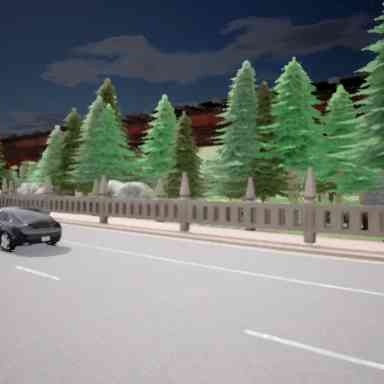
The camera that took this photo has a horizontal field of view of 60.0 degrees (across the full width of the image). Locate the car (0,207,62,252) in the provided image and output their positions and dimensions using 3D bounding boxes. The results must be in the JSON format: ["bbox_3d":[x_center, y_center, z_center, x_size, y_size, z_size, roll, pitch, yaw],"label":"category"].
[{"bbox_3d":[-7.174,1.364,13.330,4.892,1.490,1.837,2,1,36],"label":"car"}]
